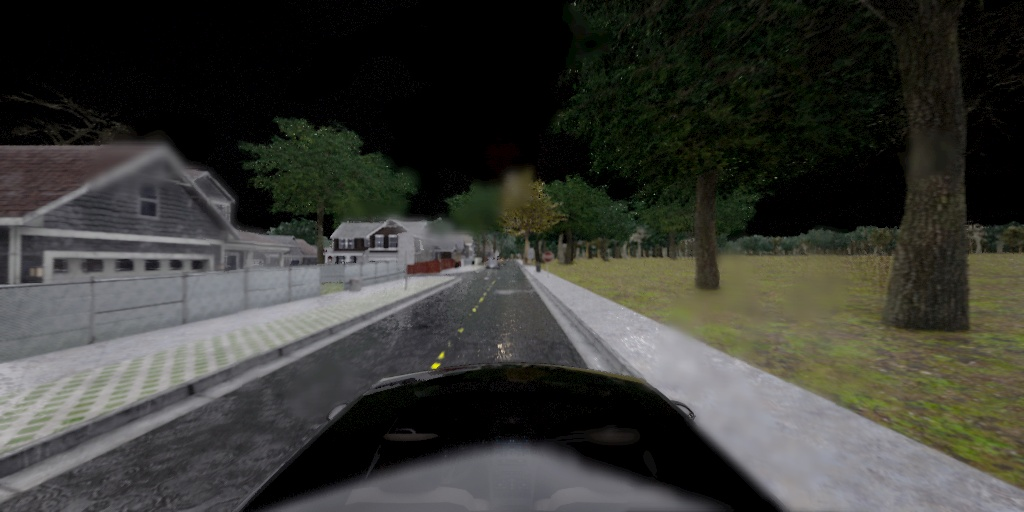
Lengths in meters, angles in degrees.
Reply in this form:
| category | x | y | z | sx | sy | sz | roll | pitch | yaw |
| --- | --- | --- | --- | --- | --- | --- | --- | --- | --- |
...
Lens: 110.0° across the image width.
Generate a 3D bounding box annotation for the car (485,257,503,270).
| category | x | y | z | sx | sy | sz | roll | pitch | yaw |
| --- | --- | --- | --- | --- | --- | --- | --- | --- | --- |
| car | -2.754 | 1.250 | 51.872 | 2.128 | 1.511 | 4.902 | 0 | 1 | 0 |
